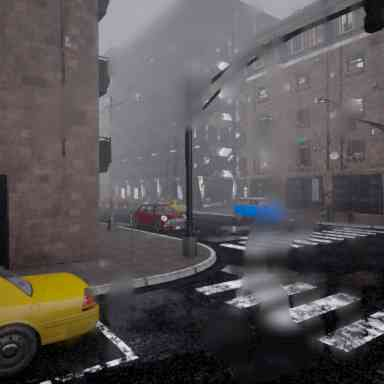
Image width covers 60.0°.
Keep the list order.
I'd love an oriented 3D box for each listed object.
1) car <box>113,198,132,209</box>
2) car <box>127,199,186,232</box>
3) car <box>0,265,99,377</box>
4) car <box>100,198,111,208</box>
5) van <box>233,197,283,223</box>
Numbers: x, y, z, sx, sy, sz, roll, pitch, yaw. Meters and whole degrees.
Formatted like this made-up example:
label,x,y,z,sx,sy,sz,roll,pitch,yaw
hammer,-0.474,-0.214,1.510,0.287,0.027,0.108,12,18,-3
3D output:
label,x,y,z,sx,sy,sz,roll,pitch,yaw
car,-8.440,1.463,43.206,1.887,1.381,4.507,-1,0,-36
car,-1.928,1.440,19.972,1.967,1.590,4.097,0,0,-36
car,-3.634,1.525,3.972,4.829,1.417,1.752,0,0,-36
car,-11.766,1.463,47.787,1.887,1.381,4.507,-1,0,-36
van,4.864,1.280,24.880,1.690,1.788,3.998,0,0,-36
